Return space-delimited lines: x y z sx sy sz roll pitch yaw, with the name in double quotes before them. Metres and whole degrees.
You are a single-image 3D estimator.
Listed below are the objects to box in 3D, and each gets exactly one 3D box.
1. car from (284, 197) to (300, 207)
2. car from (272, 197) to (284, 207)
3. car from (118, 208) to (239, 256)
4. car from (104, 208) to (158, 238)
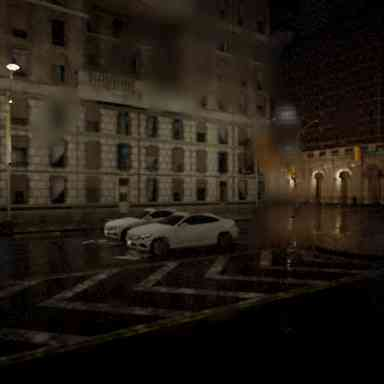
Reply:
"car" 14.611 1.517 51.393 1.994 1.385 4.181 0 0 -32
"car" 11.073 1.560 50.433 1.895 1.301 4.718 0 0 -32
"car" -0.270 1.519 13.183 4.674 1.442 1.812 0 0 -32
"car" -1.899 1.519 16.288 4.674 1.442 1.812 -1 0 -30
